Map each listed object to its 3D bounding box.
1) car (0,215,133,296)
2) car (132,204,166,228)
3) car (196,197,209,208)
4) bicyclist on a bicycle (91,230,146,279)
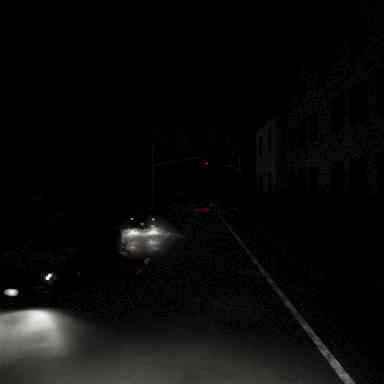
[{"bbox_3d":[-3.376,1.576,9.191,2.033,1.411,5.357,1,0,4],"label":"car"},{"bbox_3d":[-2.887,1.547,22.770,2.033,1.411,5.357,0,0,3],"label":"car"},{"bbox_3d":[1.503,1.491,47.571,2.128,1.511,4.902,0,0,2],"label":"car"},{"bbox_3d":[-1.914,1.773,8.616,1.620,1.656,0.582,12,31,23],"label":"bicyclist on a bicycle"}]
